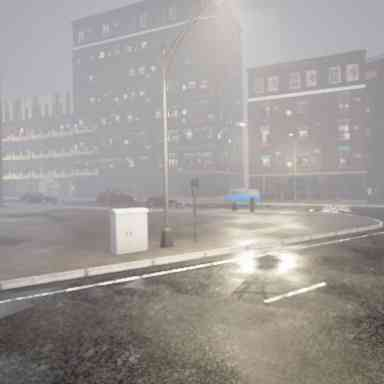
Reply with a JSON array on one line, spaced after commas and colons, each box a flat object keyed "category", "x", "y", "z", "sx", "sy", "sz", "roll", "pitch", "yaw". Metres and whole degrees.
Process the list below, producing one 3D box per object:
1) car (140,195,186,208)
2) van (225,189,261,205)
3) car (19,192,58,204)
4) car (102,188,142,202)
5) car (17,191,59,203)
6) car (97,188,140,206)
[{"category": "car", "x": -2.643, "y": 0.911, "z": 33.165, "sx": 4.206, "sy": 1.307, "sz": 1.802, "roll": 1, "pitch": 0, "yaw": 24}, {"category": "van", "x": 5.963, "y": 0.567, "z": 38.557, "sx": 3.998, "sy": 1.788, "sz": 1.690, "roll": 1, "pitch": 0, "yaw": 24}, {"category": "car", "x": -18.140, "y": 0.723, "z": 39.914, "sx": 4.507, "sy": 1.381, "sz": 1.887, "roll": 1, "pitch": 0, "yaw": 24}, {"category": "car", "x": -9.529, "y": 0.394, "z": 45.303, "sx": 5.009, "sy": 1.841, "sz": 2.192, "roll": 1, "pitch": 0, "yaw": 24}, {"category": "car", "x": -20.229, "y": 0.647, "z": 43.677, "sx": 5.357, "sy": 1.411, "sz": 2.033, "roll": 1, "pitch": 1, "yaw": 24}, {"category": "car", "x": -7.805, "y": 0.595, "z": 35.414, "sx": 5.009, "sy": 1.841, "sz": 2.192, "roll": 1, "pitch": 0, "yaw": 24}]
